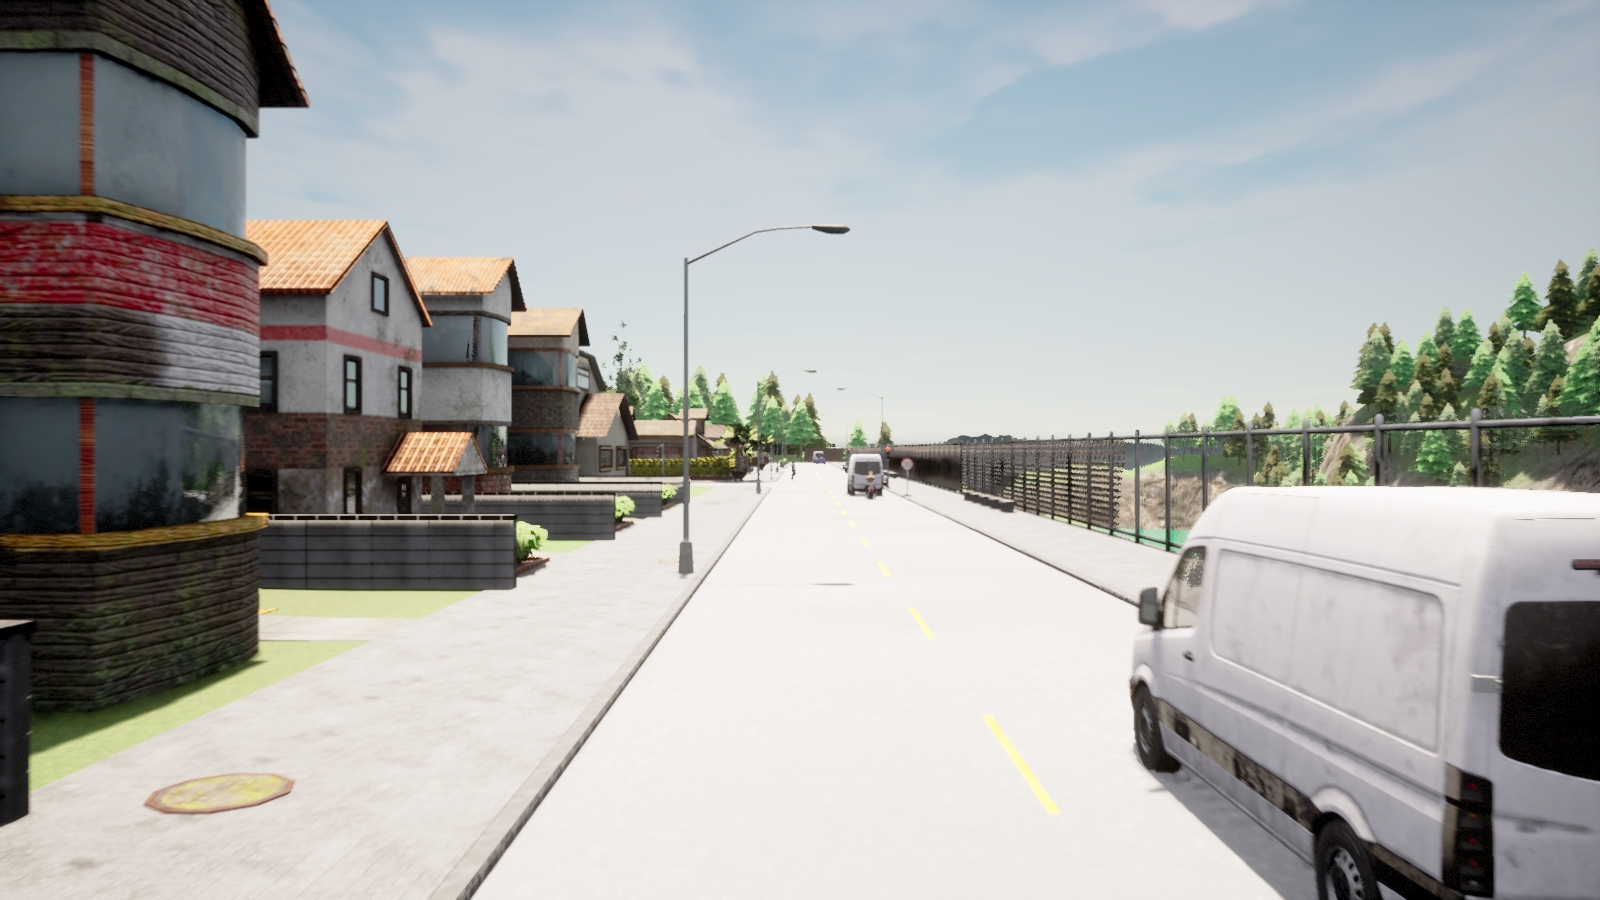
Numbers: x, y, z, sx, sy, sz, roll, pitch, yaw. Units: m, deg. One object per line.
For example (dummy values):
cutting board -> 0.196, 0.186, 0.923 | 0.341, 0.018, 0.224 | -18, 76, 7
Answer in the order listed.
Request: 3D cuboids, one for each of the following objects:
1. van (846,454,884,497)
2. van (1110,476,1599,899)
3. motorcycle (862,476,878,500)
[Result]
van -> 4.023, 1.534, 71.524 | 1.988, 2.561, 5.915 | 0, 0, -1
van -> 3.999, 1.534, 8.124 | 1.988, 2.561, 5.915 | 0, 0, 0
motorcycle -> 4.022, 2.155, 65.442 | 0.764, 1.307, 2.356 | 0, 0, 0
